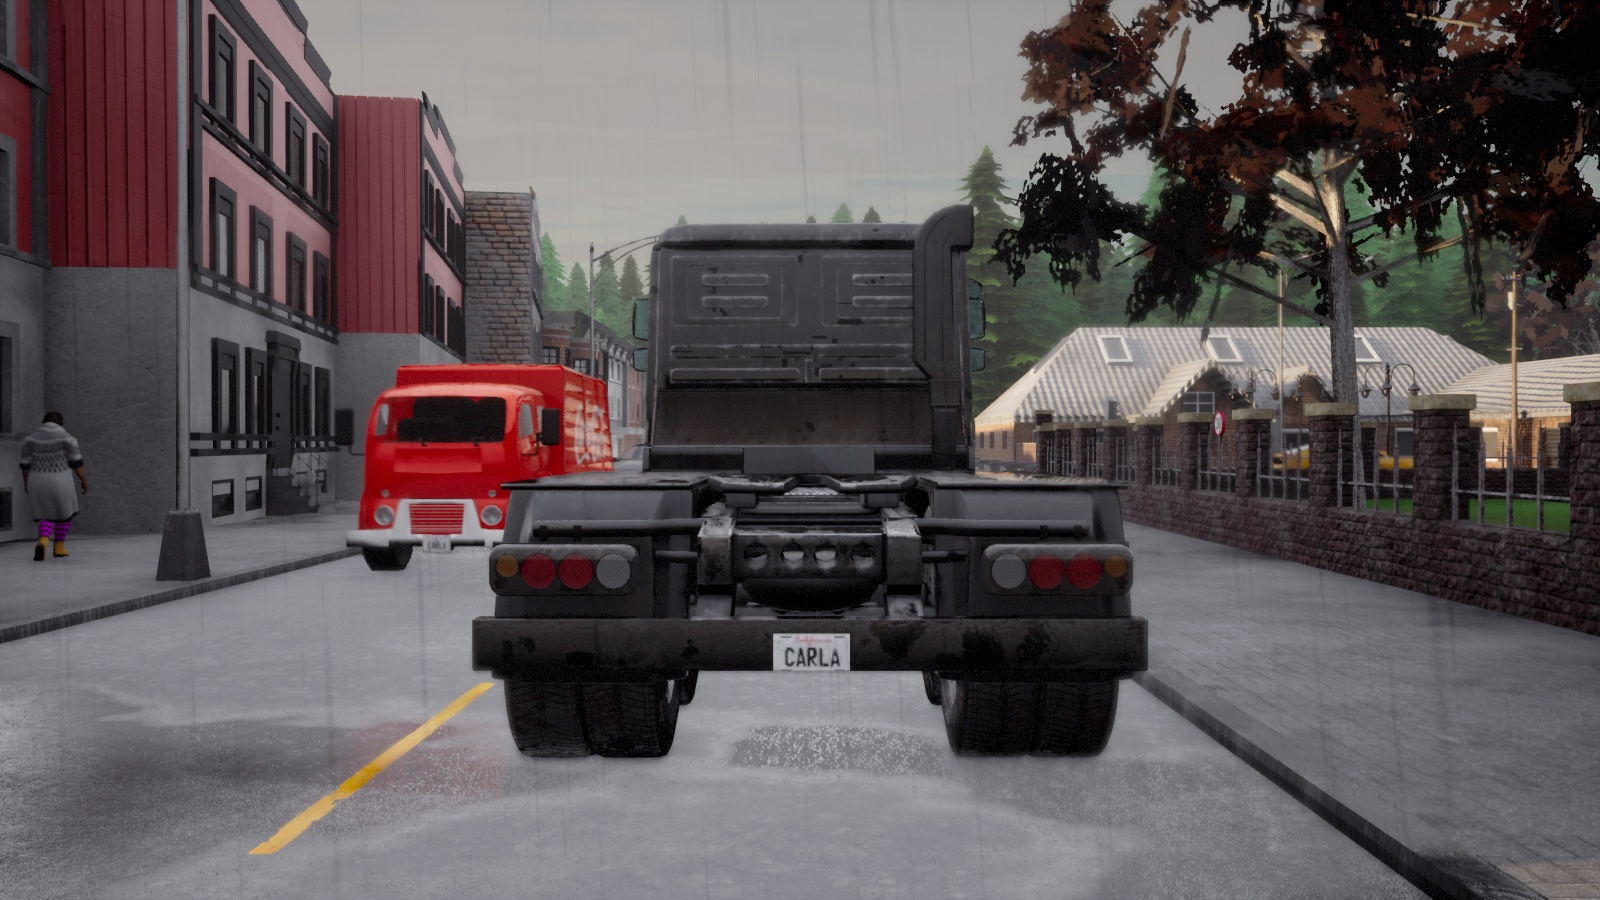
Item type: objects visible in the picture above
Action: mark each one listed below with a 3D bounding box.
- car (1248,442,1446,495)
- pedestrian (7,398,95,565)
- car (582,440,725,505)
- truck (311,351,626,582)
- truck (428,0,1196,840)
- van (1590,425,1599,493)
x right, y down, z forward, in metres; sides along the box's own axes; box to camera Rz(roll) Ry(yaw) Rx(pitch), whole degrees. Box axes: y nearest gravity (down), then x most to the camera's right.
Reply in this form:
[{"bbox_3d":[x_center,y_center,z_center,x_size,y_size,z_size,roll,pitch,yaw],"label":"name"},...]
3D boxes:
[{"bbox_3d":[16.047,0.528,36.972,5.008,1.535,1.882,0,0,-1],"label":"car"},{"bbox_3d":[-9.020,0.363,15.161,0.659,1.952,0.873,0,0,-12],"label":"pedestrian"},{"bbox_3d":[-3.635,0.518,32.157,2.128,1.511,4.902,0,0,13],"label":"car"},{"bbox_3d":[-3.902,0.166,16.021,2.627,2.467,5.204,0,0,0],"label":"truck"},{"bbox_3d":[0.065,-0.284,8.702,2.891,3.462,7.936,0,0,0],"label":"truck"},{"bbox_3d":[26.112,0.282,36.942,4.480,2.038,2.069,0,0,-1],"label":"van"}]
